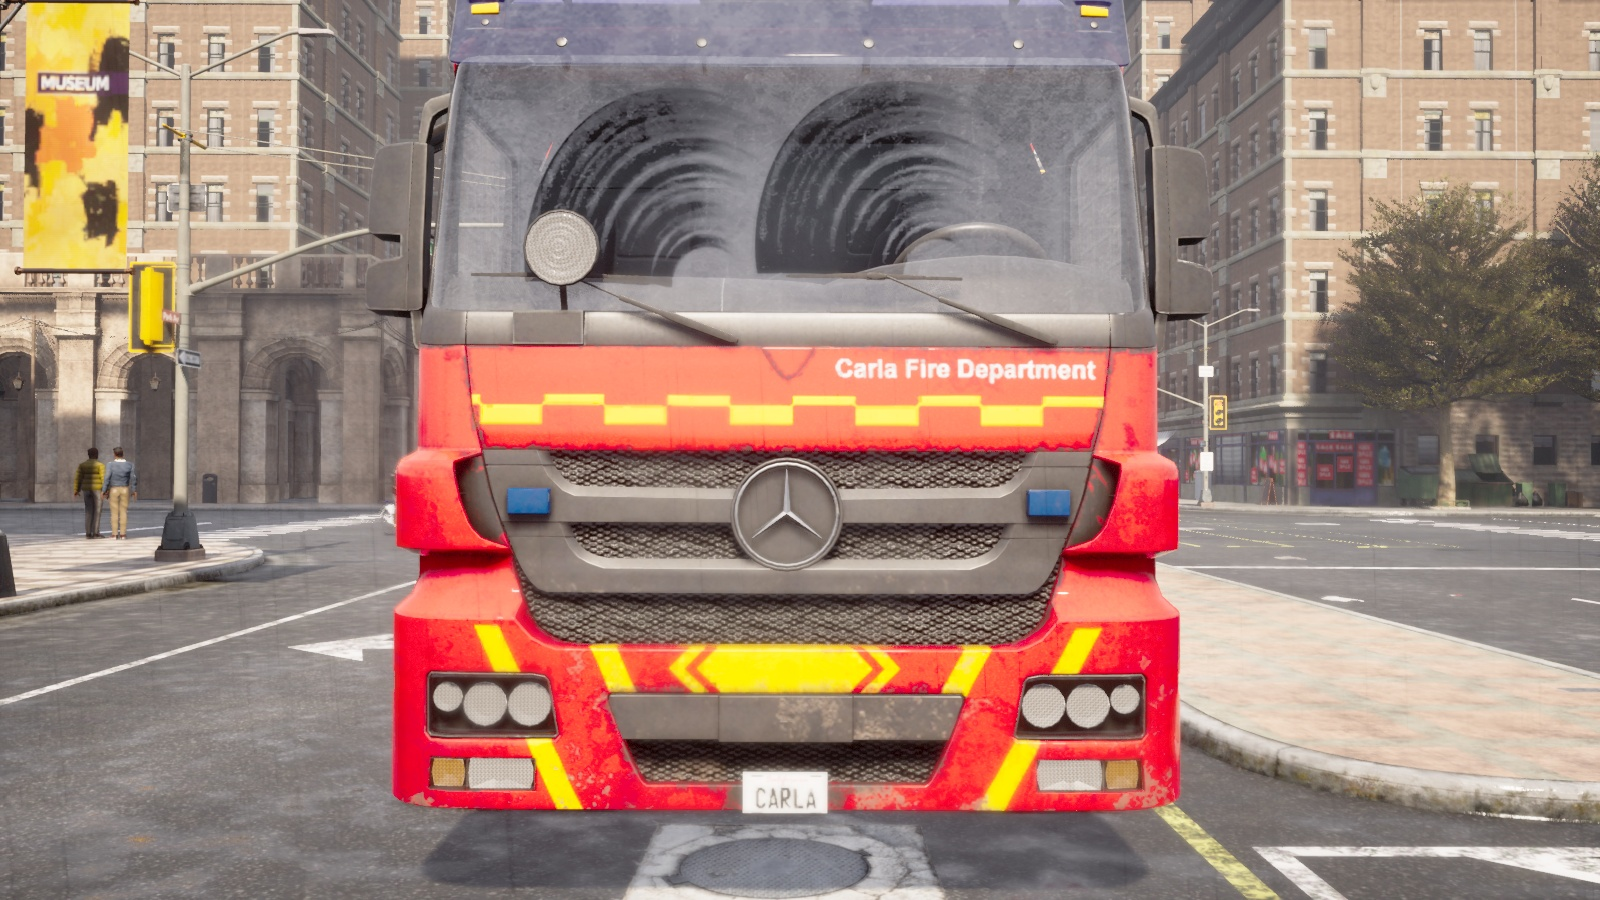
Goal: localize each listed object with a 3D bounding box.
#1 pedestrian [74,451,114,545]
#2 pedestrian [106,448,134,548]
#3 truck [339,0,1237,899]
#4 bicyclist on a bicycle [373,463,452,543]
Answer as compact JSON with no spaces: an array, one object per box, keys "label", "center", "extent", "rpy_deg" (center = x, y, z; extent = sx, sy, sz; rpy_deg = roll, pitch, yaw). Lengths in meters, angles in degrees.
[{"label":"pedestrian","center":[-14.035,0.946,24.985],"extent":[0.370,1.835,0.726],"rpy_deg":[0,-1,0]},{"label":"pedestrian","center":[-13.447,0.941,24.820],"extent":[0.423,1.949,0.788],"rpy_deg":[0,-1,-32]},{"label":"truck","center":[-0.054,-0.211,8.305],"extent":[2.891,3.827,8.468],"rpy_deg":[0,-1,0]},{"label":"bicyclist on a bicycle","center":[-8.920,1.205,28.921],"extent":[1.843,1.776,0.659],"rpy_deg":[-1,0,32]}]
